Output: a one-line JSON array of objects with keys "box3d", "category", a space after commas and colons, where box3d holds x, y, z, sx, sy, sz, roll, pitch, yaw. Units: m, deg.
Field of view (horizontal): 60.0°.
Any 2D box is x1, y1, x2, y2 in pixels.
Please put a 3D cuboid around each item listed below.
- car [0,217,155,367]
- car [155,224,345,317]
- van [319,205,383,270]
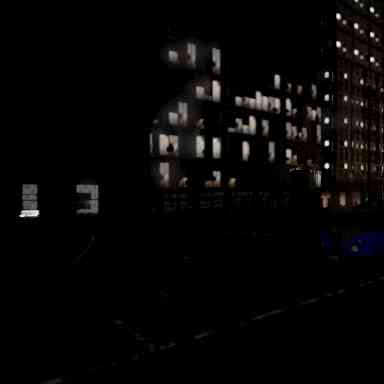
[{"box3d": [-3.243, 1.315, 4.253, 5.009, 1.841, 2.192, 0, 0, -36], "category": "car"}, {"box3d": [1.253, 1.564, 7.461, 4.313, 1.339, 1.947, 0, 0, -36], "category": "car"}, {"box3d": [5.747, 1.339, 10.671, 3.998, 1.788, 1.690, 0, 0, -36], "category": "van"}]
